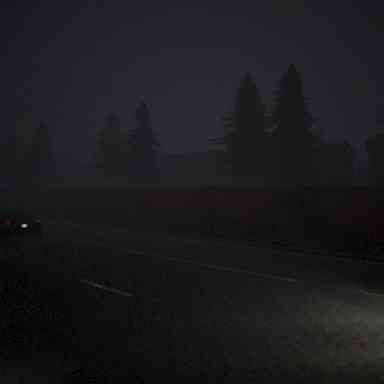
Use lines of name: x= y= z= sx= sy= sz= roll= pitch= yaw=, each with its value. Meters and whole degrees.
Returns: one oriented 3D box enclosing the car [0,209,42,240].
car: x=-9.287 y=1.532 z=16.794 sx=4.181 sy=1.385 sz=1.994 roll=0 pitch=0 yaw=42
